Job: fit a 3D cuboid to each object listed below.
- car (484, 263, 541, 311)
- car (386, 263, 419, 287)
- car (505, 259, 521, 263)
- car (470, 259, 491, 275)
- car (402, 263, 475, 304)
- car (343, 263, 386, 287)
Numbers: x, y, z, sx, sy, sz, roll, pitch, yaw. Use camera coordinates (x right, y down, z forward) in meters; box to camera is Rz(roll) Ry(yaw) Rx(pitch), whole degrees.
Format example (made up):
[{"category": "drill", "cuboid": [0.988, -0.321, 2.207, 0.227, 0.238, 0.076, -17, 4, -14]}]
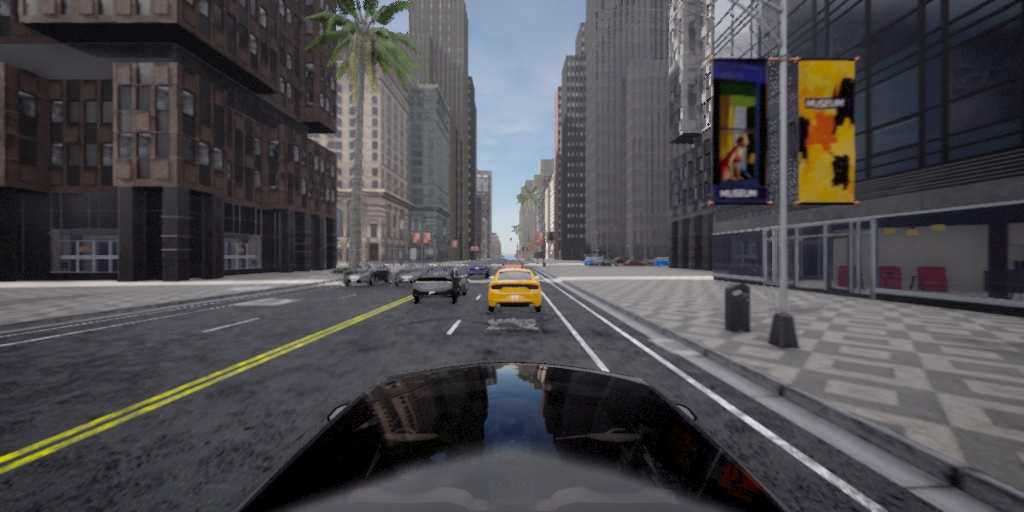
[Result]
[{"category": "car", "cuboid": [0.105, 1.229, 14.533, 1.882, 1.535, 5.008, 0, 0, 0]}, {"category": "car", "cuboid": [-6.591, 1.244, 24.740, 2.128, 1.511, 4.902, 0, 0, 0]}, {"category": "car", "cuboid": [0.111, 1.107, 34.389, 2.097, 1.767, 4.553, 0, 0, 0]}, {"category": "car", "cuboid": [-3.139, 1.107, 34.390, 2.097, 1.767, 4.553, 0, 0, 0]}, {"category": "car", "cuboid": [-3.144, 1.243, 16.461, 2.128, 1.511, 4.902, 0, 0, 0]}, {"category": "car", "cuboid": [-9.840, 1.244, 24.761, 2.128, 1.511, 4.902, 0, 0, 0]}]
